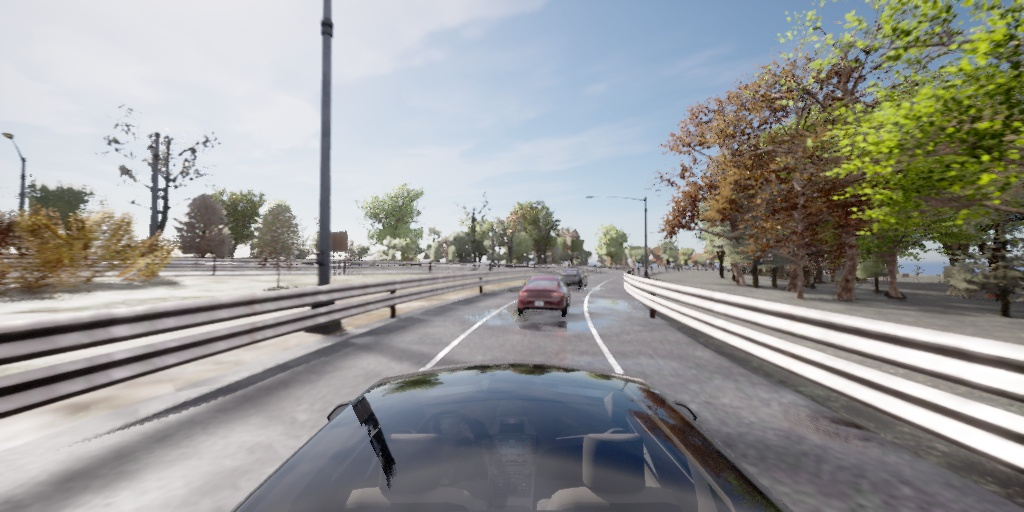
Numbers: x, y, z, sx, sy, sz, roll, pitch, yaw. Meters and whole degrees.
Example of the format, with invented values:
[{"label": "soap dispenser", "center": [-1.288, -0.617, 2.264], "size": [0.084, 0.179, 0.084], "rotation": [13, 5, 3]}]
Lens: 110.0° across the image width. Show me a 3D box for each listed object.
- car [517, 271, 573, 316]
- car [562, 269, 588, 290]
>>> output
[{"label": "car", "center": [1.374, 1.502, 14.484], "size": [1.812, 1.442, 4.674], "rotation": [0, -1, 11]}, {"label": "car", "center": [4.761, 1.755, 28.015], "size": [2.128, 1.511, 4.902], "rotation": [0, -1, 18]}]
